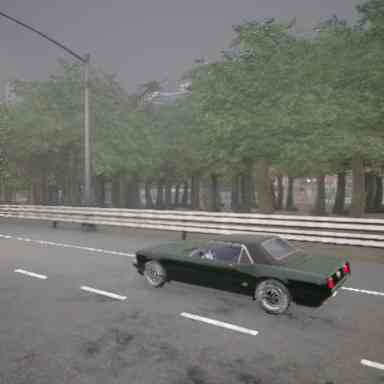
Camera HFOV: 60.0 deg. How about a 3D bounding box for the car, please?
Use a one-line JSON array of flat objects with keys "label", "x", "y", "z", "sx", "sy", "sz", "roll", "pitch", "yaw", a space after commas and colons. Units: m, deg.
[{"label": "car", "x": 0.866, "y": 1.605, "z": 7.550, "sx": 4.718, "sy": 1.301, "sz": 1.895, "roll": 0, "pitch": 0, "yaw": 36}]
